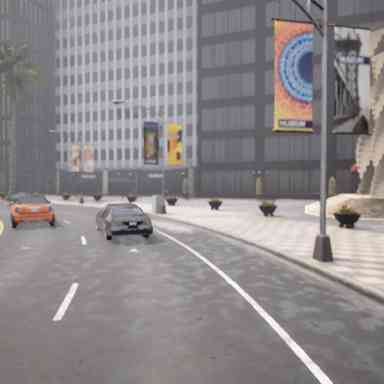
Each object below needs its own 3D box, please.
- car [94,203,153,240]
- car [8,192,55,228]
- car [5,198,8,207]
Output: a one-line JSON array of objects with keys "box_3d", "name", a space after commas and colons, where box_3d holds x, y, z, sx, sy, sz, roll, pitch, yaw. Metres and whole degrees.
[{"box_3d": [-3.265, 1.229, 15.226, 2.033, 1.411, 5.357, 0, 1, -23], "name": "car"}, {"box_3d": [-9.358, 0.947, 19.355, 2.097, 1.767, 4.553, -1, 1, -29], "name": "car"}, {"box_3d": [-16.899, 0.811, 33.225, 4.892, 1.490, 1.837, 1, 1, 39], "name": "car"}]
